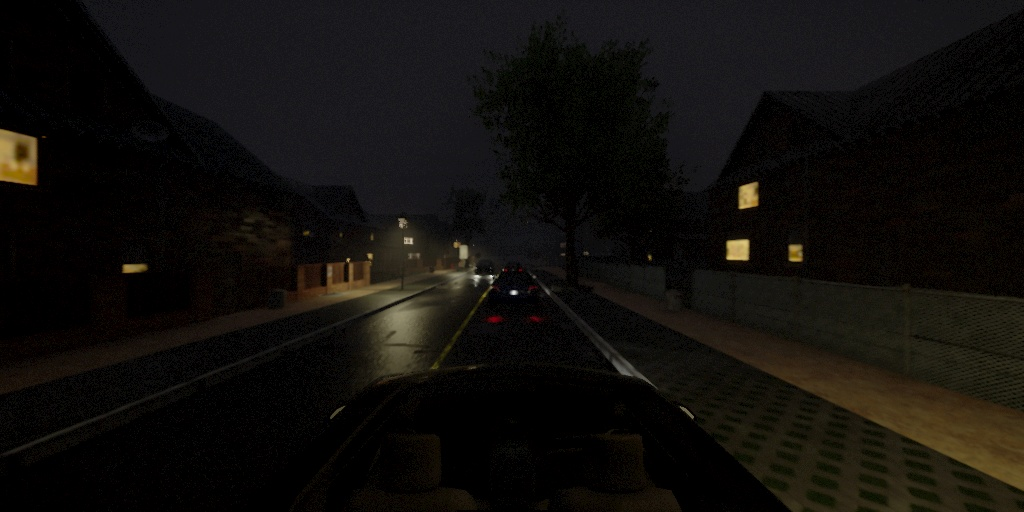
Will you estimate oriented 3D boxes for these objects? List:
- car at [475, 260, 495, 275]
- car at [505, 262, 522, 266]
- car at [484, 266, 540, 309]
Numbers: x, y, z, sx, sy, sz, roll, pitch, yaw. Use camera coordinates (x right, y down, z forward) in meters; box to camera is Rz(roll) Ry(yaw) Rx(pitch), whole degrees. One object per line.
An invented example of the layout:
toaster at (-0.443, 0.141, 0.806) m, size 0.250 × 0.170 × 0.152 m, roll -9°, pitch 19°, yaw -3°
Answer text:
car at (-2.809, 1.114, 38.066) m, size 1.882 × 1.535 × 5.008 m, roll 0°, pitch 0°, yaw 0°
car at (0.099, 1.206, 31.763) m, size 2.033 × 1.411 × 5.357 m, roll 0°, pitch 0°, yaw 0°
car at (0.091, 1.275, 14.828) m, size 1.994 × 1.385 × 4.181 m, roll 0°, pitch 0°, yaw 1°
